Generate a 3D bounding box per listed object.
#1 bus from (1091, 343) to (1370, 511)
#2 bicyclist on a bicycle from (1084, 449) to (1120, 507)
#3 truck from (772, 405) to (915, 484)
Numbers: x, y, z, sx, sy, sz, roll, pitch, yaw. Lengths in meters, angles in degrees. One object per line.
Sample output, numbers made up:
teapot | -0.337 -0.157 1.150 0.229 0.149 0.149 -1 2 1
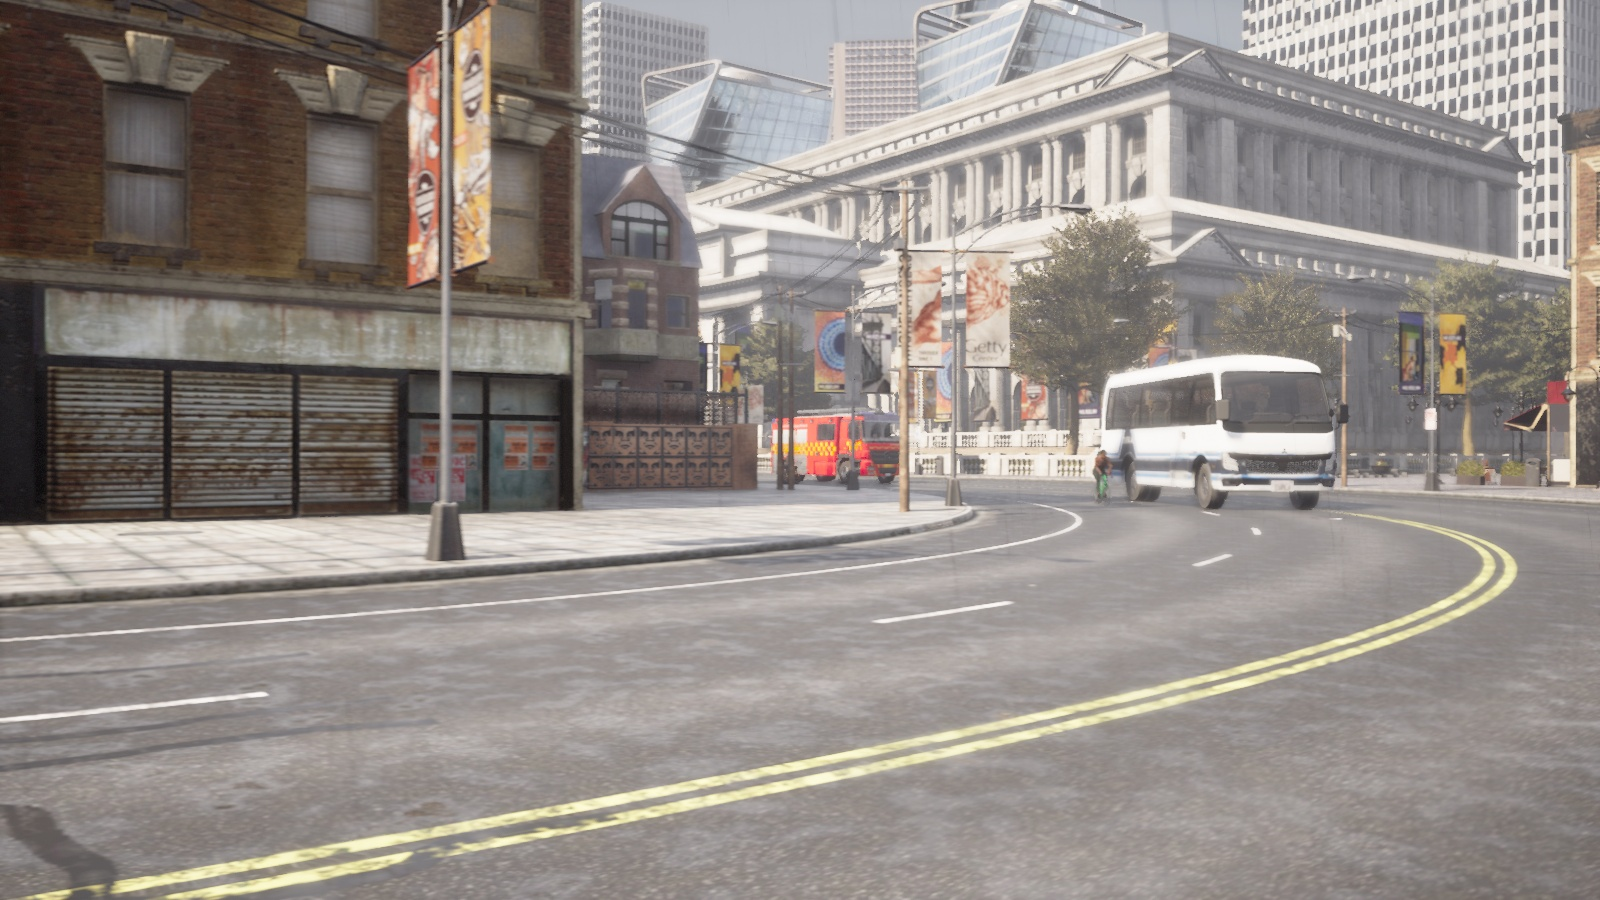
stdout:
bus | 12.155 -0.560 37.059 3.944 4.253 10.273 0 0 -5
bicyclist on a bicycle | 8.596 0.774 35.754 0.582 1.620 1.656 0 0 -1
truck | 2.094 -0.251 64.671 2.891 3.827 8.468 0 0 -34
